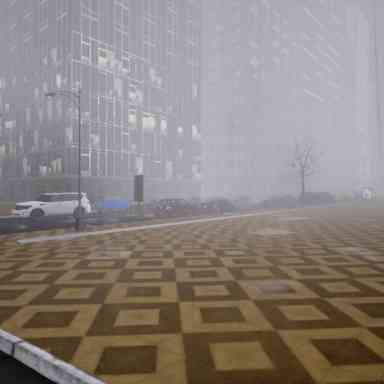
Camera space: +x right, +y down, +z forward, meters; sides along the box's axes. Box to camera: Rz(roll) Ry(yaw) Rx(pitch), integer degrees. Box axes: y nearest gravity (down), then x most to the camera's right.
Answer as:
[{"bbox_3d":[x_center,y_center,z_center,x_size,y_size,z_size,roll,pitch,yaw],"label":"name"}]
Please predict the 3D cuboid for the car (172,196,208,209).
[{"bbox_3d":[-0.194,1.218,41.291,1.887,1.381,4.507,1,1,41],"label":"car"}]

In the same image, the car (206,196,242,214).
[{"bbox_3d":[2.527,1.320,31.459,1.947,1.339,4.313,1,1,41],"label":"car"}]

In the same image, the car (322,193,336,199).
[{"bbox_3d":[33.070,0.828,80.212,1.947,1.339,4.313,1,1,41],"label":"car"}]

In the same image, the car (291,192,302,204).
[{"bbox_3d":[13.898,1.102,48.864,1.812,1.442,4.674,0,1,41],"label":"car"}]

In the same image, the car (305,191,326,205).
[{"bbox_3d":[17.258,0.885,48.798,2.192,1.841,5.009,1,1,41],"label":"car"}]

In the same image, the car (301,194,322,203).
[{"bbox_3d":[20.265,1.062,56.325,1.994,1.385,4.181,0,1,41],"label":"car"}]

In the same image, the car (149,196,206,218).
[{"bbox_3d":[-1.125,1.240,27.096,1.967,1.590,4.097,1,1,41],"label":"car"}]

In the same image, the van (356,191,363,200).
[{"bbox_3d":[35.735,0.683,70.424,1.690,1.788,3.998,1,1,41],"label":"van"}]

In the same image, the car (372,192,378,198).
[{"bbox_3d":[43.151,0.704,79.641,1.801,1.575,5.366,0,1,41],"label":"car"}]

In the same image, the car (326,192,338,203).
[{"bbox_3d":[20.953,0.839,53.123,2.192,1.841,5.009,1,1,41],"label":"car"}]

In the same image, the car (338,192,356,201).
[{"bbox_3d":[28.453,0.957,61.905,1.752,1.417,4.829,1,1,41],"label":"car"}]

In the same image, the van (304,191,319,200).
[{"bbox_3d":[25.680,0.694,71.557,1.690,1.788,3.998,1,1,41],"label":"van"}]

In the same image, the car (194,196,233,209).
[{"bbox_3d":[2.711,1.220,40.686,2.033,1.411,5.357,0,1,41],"label":"car"}]

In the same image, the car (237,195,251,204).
[{"bbox_3d":[7.202,1.148,49.934,1.947,1.339,4.313,1,1,41],"label":"car"}]

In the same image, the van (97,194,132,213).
[{"bbox_3d":[-7.669,1.106,32.711,1.690,1.788,3.998,1,1,41],"label":"van"}]

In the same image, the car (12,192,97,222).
[{"bbox_3d":[-10.478,1.059,25.261,2.150,2.045,5.566,0,1,41],"label":"car"}]

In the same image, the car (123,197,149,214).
[{"bbox_3d":[-4.038,1.357,32.797,1.895,1.301,4.718,0,1,41],"label":"car"}]

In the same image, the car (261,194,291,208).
[{"bbox_3d":[9.866,1.244,40.151,1.802,1.307,4.206,1,1,41],"label":"car"}]

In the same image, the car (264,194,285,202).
[{"bbox_3d":[14.593,1.056,58.585,1.947,1.339,4.313,1,1,41],"label":"car"}]
